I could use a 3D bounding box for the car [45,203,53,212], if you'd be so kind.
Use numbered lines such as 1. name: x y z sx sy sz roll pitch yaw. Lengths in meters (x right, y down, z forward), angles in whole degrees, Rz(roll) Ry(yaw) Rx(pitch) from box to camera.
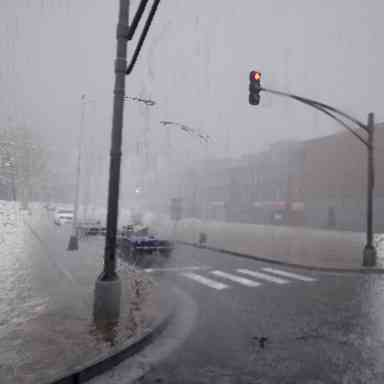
1. car: -33.671 3.983 80.312 1.812 1.442 4.674 4 -2 -28

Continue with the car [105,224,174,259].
1. car: -2.582 2.349 16.156 1.895 1.301 4.718 4 -4 -28

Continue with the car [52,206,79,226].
1. car: -14.544 2.875 38.559 2.150 2.045 5.566 4 -3 -28

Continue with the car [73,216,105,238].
1. car: -7.572 2.762 25.458 1.895 1.301 4.718 4 -4 -28
